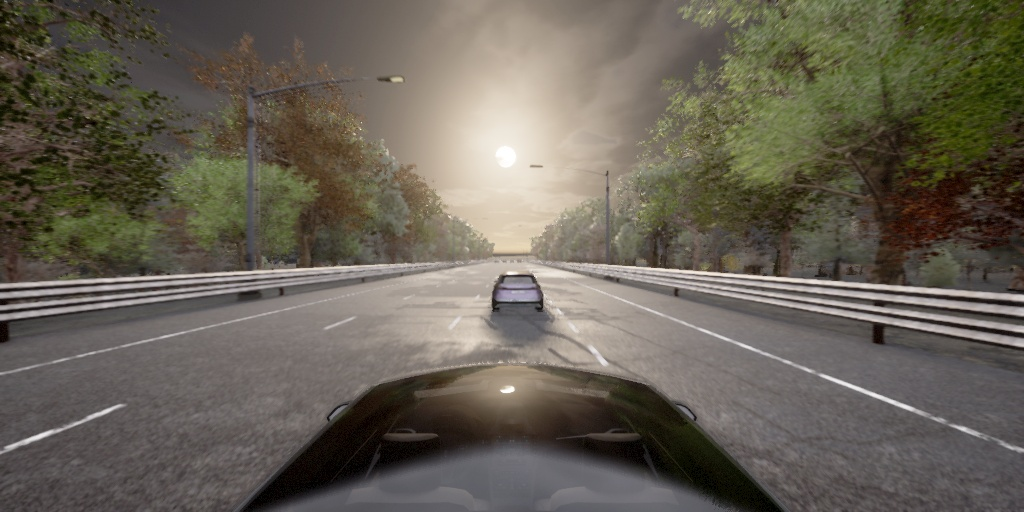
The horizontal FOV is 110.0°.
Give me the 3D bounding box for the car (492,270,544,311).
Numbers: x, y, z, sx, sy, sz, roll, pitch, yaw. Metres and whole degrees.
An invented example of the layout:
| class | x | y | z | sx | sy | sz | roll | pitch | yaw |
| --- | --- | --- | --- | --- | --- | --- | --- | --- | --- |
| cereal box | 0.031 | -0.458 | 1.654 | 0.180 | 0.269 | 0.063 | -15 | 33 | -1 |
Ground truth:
| class | x | y | z | sx | sy | sz | roll | pitch | yaw |
| --- | --- | --- | --- | --- | --- | --- | --- | --- | --- |
| car | 0.191 | 1.386 | 14.941 | 2.033 | 1.649 | 4.856 | 0 | -1 | -1 |
